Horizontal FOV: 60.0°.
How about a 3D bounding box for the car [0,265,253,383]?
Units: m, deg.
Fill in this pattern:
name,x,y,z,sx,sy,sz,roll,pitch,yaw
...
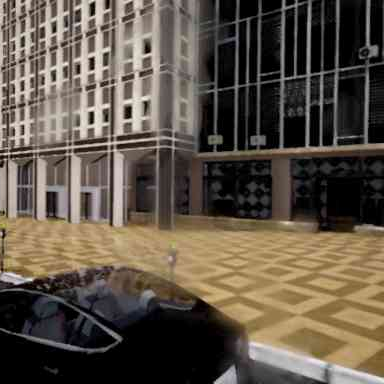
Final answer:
name,x,y,z,sx,sy,sz,roll,pitch,yaw
car,-1.423,1.568,3.876,4.313,1.339,1.947,0,1,35
